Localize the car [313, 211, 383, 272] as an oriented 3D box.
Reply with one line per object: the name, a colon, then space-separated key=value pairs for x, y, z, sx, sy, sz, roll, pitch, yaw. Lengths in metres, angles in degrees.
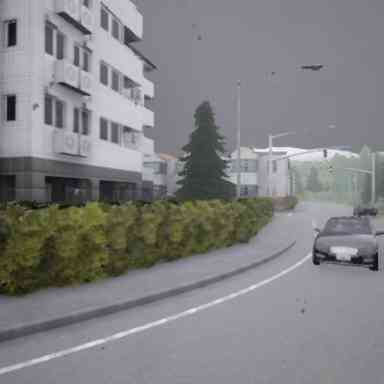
car: x=5.476 y=1.626 z=11.602 sx=2.128 sy=1.511 sz=4.902 roll=0 pitch=-1 yaw=29

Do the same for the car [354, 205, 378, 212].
car: x=19.003 y=2.026 z=36.541 sx=1.895 sy=1.301 sz=4.718 roll=0 pitch=-1 yaw=20
